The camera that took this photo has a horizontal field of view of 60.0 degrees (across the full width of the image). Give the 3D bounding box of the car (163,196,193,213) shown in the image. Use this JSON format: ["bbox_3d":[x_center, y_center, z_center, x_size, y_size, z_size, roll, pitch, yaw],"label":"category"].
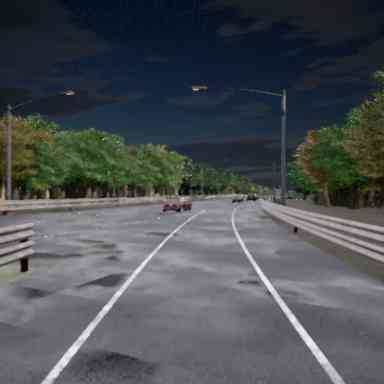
[{"bbox_3d":[-1.502,1.367,37.006,2.097,1.767,4.553,0,0,20],"label":"car"}]

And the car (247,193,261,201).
[{"bbox_3d":[15.872,1.339,87.214,2.150,2.045,5.566,0,0,19],"label":"car"}]

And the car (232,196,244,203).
[{"bbox_3d":[9.623,1.579,68.963,1.837,1.490,4.892,0,0,19],"label":"car"}]
